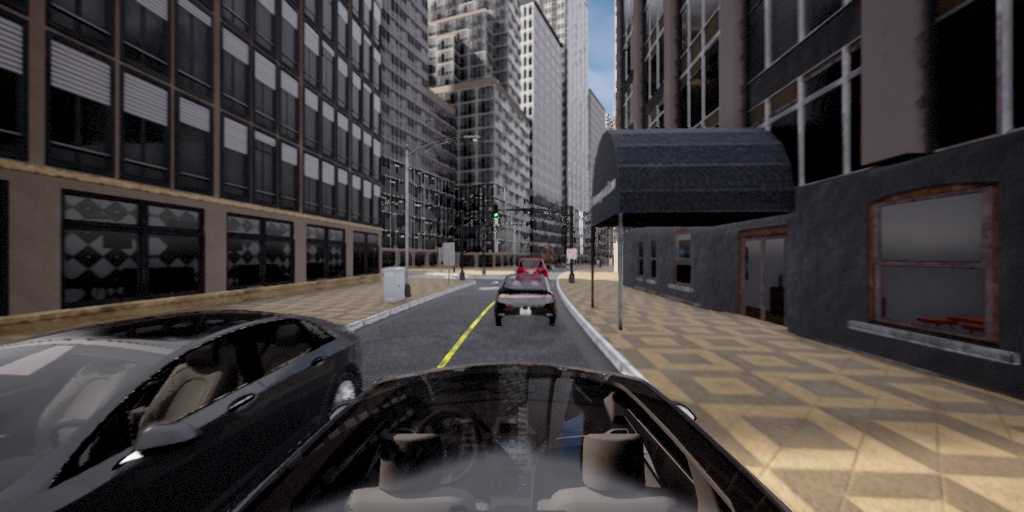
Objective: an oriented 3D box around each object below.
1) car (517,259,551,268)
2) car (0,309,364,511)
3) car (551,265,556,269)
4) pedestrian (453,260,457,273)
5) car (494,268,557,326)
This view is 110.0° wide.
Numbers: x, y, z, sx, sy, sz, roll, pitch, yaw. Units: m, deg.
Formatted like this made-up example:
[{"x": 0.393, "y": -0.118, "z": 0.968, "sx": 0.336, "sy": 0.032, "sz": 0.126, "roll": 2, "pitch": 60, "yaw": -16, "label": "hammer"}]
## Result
[{"x": 1.513, "y": 1.198, "z": 25.697, "sx": 2.150, "sy": 2.045, "sz": 5.566, "roll": 0, "pitch": 0, "yaw": 6, "label": "car"}, {"x": -2.785, "y": 1.261, "z": 2.612, "sx": 1.837, "sy": 1.490, "sz": 4.892, "roll": 0, "pitch": -1, "yaw": 1, "label": "car"}, {"x": 5.859, "y": 1.992, "z": 63.934, "sx": 2.033, "sy": 1.411, "sz": 5.357, "roll": 0, "pitch": -1, "yaw": 16, "label": "car"}, {"x": -6.761, "y": 1.087, "z": 41.922, "sx": 0.375, "sy": 1.860, "sz": 0.375, "roll": 0, "pitch": -1, "yaw": 21, "label": "pedestrian"}, {"x": 0.460, "y": 1.337, "z": 12.185, "sx": 2.128, "sy": 1.511, "sz": 4.902, "roll": 0, "pitch": -1, "yaw": 2, "label": "car"}]
